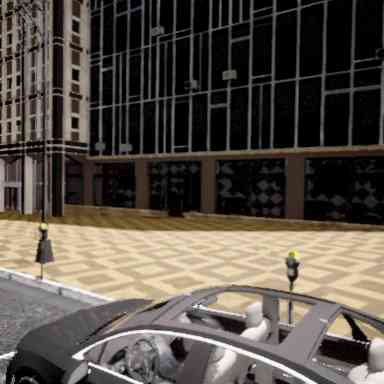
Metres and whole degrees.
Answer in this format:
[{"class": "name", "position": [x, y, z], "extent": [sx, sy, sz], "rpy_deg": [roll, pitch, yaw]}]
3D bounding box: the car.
[{"class": "car", "position": [0.205, 1.510, 2.719], "extent": [4.403, 1.369, 2.008], "rpy_deg": [1, 2, 35]}]
